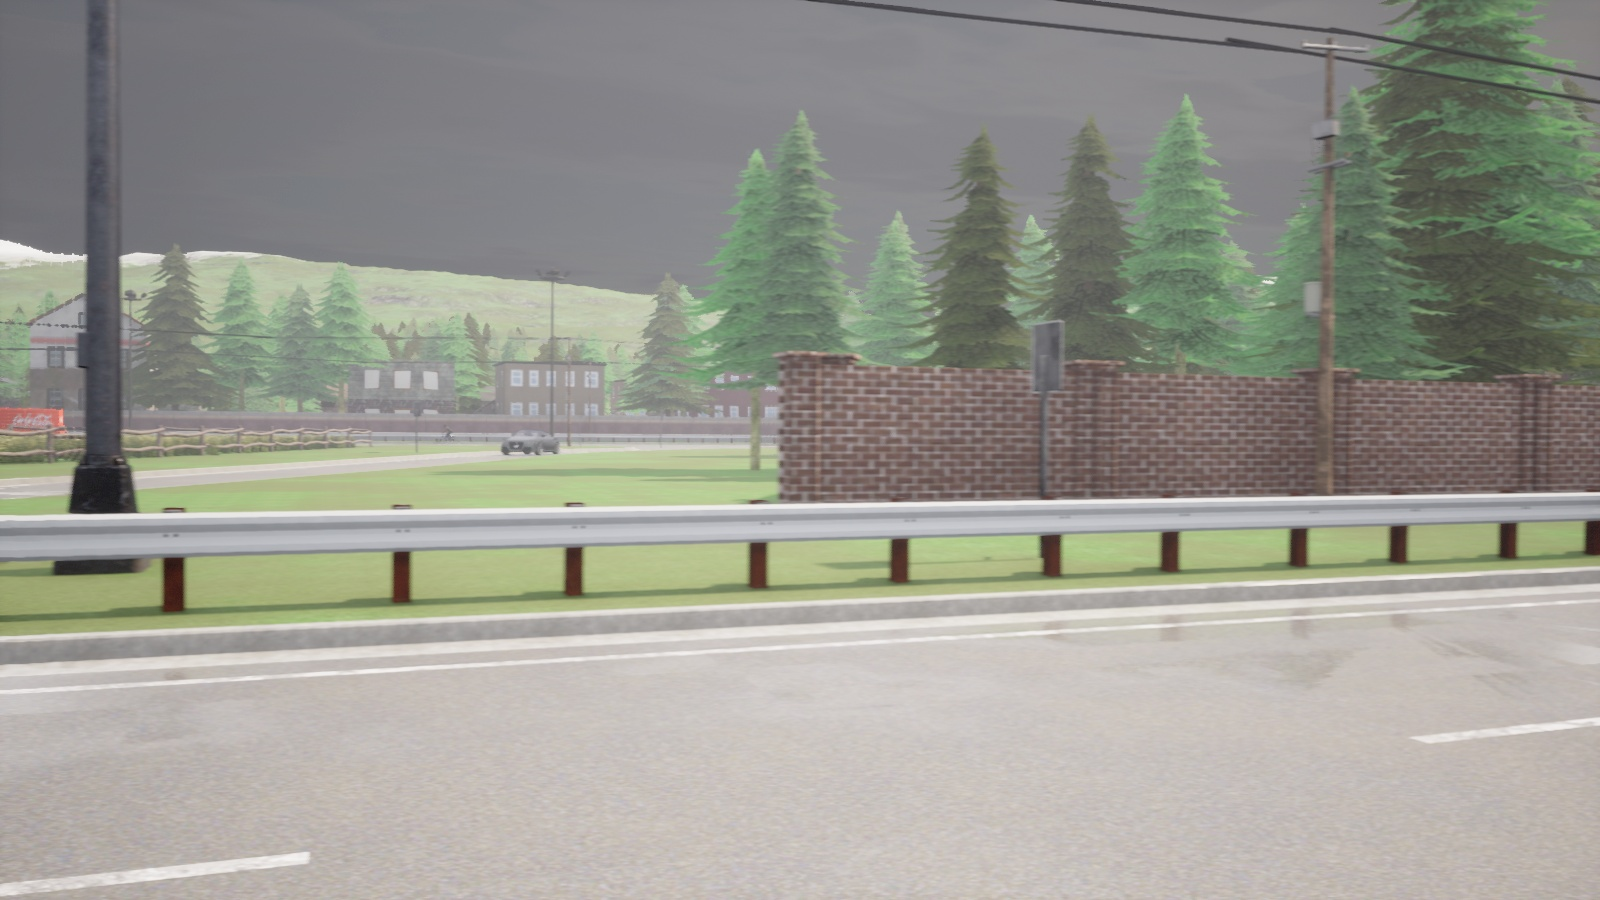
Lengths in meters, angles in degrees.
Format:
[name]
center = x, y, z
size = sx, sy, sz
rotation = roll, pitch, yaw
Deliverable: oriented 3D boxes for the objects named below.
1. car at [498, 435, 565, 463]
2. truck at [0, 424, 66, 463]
[car]
center = -14.101, -0.091, 66.159
size = 1.994, 1.385, 4.181
rotation = -1, 1, 10
[truck]
center = -51.715, -0.432, 82.945
size = 5.204, 2.467, 2.627
rotation = -1, 1, -21
